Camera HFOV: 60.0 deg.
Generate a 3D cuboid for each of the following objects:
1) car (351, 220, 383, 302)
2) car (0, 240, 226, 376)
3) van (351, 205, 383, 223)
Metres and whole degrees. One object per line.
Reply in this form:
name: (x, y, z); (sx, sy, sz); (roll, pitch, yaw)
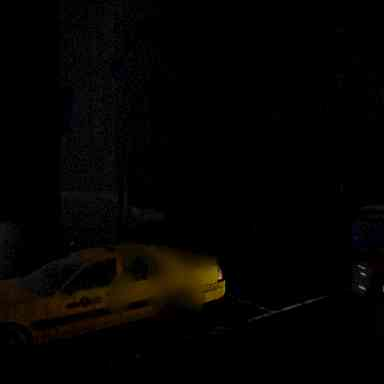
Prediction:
car: (5.562, 1.478, 7.367); (5.008, 1.535, 1.882); (0, 0, -36)
car: (-1.634, 1.525, 5.487); (4.829, 1.417, 1.752); (0, 0, -36)
van: (7.345, 1.342, 11.919); (3.998, 1.788, 1.690); (0, 0, -36)
